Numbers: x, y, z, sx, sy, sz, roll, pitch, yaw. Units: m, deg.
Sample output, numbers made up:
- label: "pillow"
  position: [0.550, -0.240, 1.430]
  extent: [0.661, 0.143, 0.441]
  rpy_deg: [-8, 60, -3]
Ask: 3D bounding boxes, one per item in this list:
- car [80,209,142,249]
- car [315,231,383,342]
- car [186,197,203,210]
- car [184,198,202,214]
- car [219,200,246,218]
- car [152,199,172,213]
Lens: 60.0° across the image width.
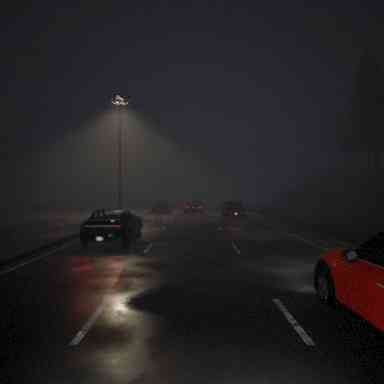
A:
- label: "car"
  position: [-3.397, 1.491, 14.646]
  extent: [2.128, 1.511, 4.902]
  rpy_deg: [0, 0, 0]
- label: "car"
  position: [3.598, 1.354, 5.104]
  extent: [2.097, 1.767, 4.553]
  rpy_deg: [0, 0, 0]
- label: "car"
  position: [0.374, 1.491, 44.579]
  extent: [2.128, 1.511, 4.902]
  rpy_deg: [0, 0, 3]
- label: "car"
  position: [0.115, 1.547, 34.830]
  extent: [2.033, 1.411, 5.357]
  rpy_deg: [0, 0, 0]
- label: "car"
  position: [3.607, 1.507, 29.762]
  extent: [1.837, 1.490, 4.892]
  rpy_deg: [0, 1, 0]
- label: "car"
  position: [-3.365, 1.526, 36.954]
  extent: [1.812, 1.442, 4.674]
  rpy_deg: [0, 0, 1]
